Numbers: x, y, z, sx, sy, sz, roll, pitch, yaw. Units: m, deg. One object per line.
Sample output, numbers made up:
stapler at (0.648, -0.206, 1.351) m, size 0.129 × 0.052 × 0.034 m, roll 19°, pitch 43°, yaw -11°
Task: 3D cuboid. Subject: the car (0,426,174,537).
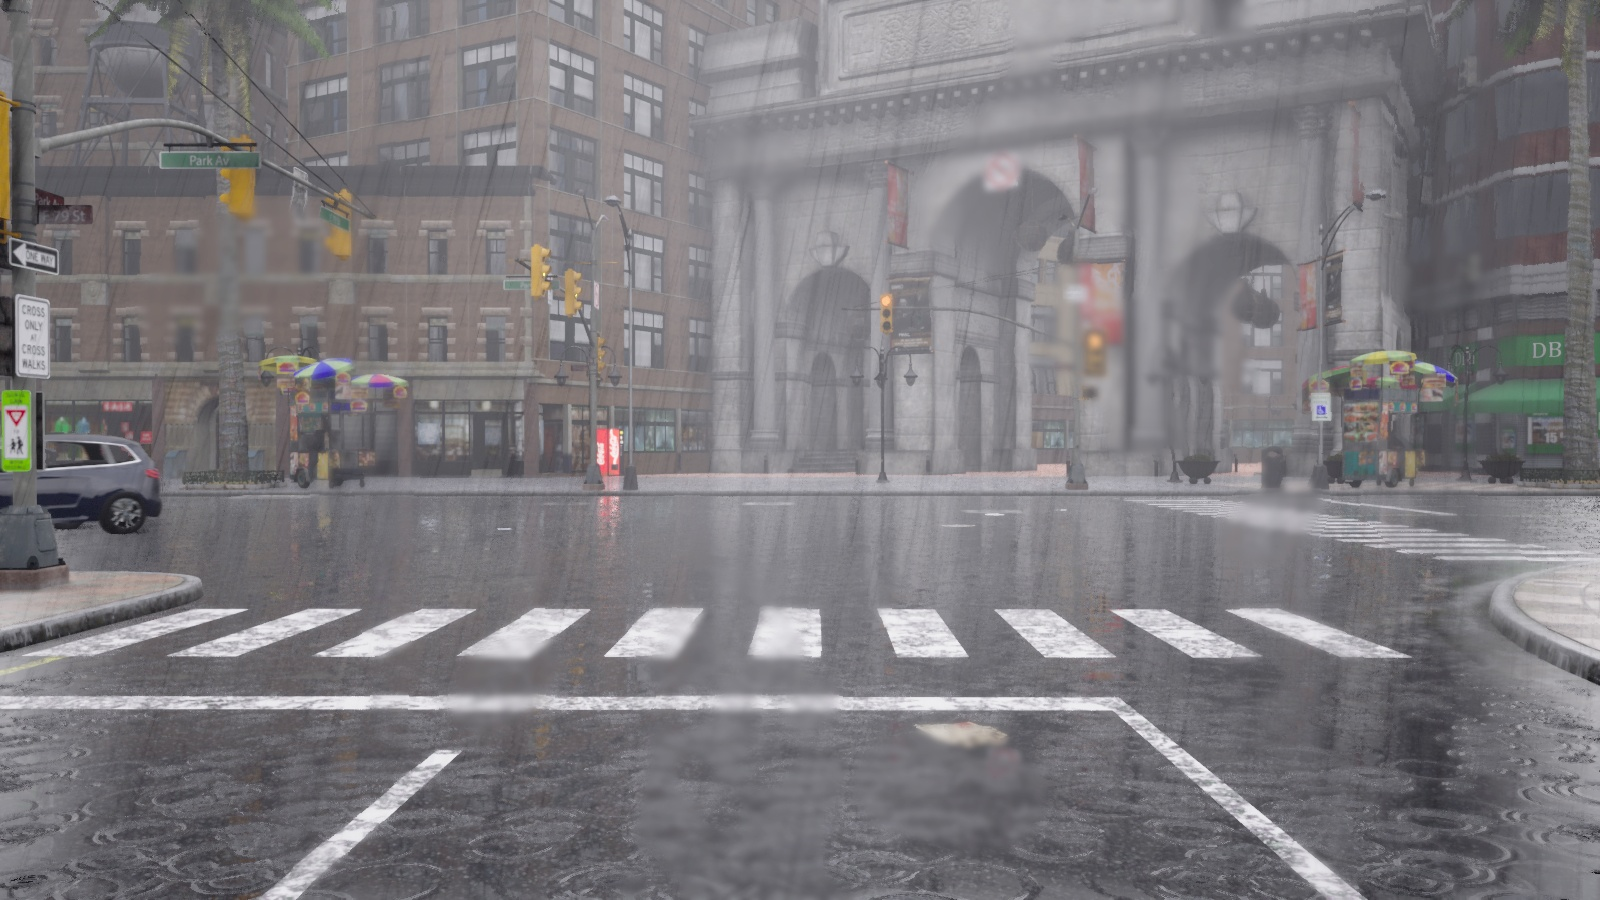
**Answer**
car at (-12.774, 0.468, 19.900) m, size 2.242 × 1.667 × 4.611 m, roll 0°, pitch 0°, yaw 34°
